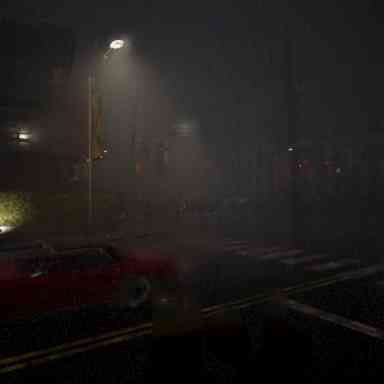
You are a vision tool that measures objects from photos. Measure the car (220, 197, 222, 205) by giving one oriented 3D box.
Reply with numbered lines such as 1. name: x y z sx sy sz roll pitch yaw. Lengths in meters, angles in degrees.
1. car: 1.744 1.478 49.483 1.882 1.535 5.008 0 0 -35

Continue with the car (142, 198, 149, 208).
1. car: -5.130 1.492 45.096 2.128 1.511 4.902 0 0 -34

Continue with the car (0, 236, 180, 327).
1. car: -2.676 1.601 6.380 4.718 1.301 1.895 0 0 -35

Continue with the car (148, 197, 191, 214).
1. car: -2.414 1.526 34.972 1.812 1.442 4.674 0 0 -35

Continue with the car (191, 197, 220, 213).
1. car: 0.670 1.564 36.667 1.994 1.385 4.181 0 0 -35

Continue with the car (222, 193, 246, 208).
1. car: 5.706 1.221 49.889 2.150 2.045 5.566 0 0 -35
